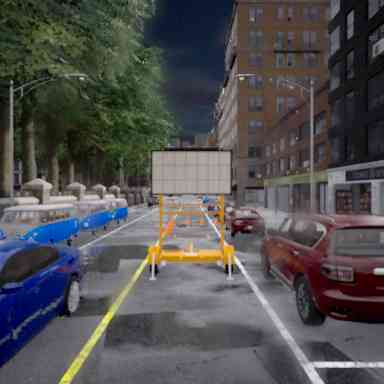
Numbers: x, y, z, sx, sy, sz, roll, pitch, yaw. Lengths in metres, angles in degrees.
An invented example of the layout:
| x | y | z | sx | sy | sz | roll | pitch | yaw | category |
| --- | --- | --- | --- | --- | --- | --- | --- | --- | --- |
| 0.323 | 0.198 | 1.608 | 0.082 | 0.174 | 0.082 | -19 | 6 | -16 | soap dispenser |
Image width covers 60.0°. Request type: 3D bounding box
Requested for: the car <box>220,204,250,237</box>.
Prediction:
| x | y | z | sx | sy | sz | roll | pitch | yaw | category |
| --- | --- | --- | --- | --- | --- | --- | --- | --- | --- |
| 2.827 | 1.588 | 18.361 | 1.887 | 1.381 | 4.507 | 0 | 0 | 0 | car |

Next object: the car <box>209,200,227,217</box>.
| x | y | z | sx | sy | sz | roll | pitch | yaw | category |
| --- | --- | --- | --- | --- | --- | --- | --- | --- | --- |
| 2.809 | 1.645 | 29.682 | 1.802 | 1.307 | 4.206 | 0 | 0 | 0 | car |

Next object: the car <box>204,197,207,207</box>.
| x | y | z | sx | sy | sz | roll | pitch | yaw | category |
| --- | --- | --- | --- | --- | --- | --- | --- | --- | --- |
| 2.791 | 1.625 | 41.002 | 1.887 | 1.381 | 4.507 | 0 | 0 | 0 | car |

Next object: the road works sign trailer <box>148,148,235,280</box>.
| x | y | z | sx | sy | sz | roll | pitch | yaw | category |
| --- | --- | --- | --- | --- | --- | --- | --- | --- | --- |
| -0.015 | 0.490 | 9.992 | 2.380 | 3.560 | 2.880 | 0 | 0 | 0 | road works sign trailer |

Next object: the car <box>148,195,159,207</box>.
| x | y | z | sx | sy | sz | roll | pitch | yaw | category |
| --- | --- | --- | --- | --- | --- | --- | --- | --- | --- |
| -5.752 | 1.408 | 52.270 | 2.192 | 1.841 | 5.009 | 0 | 0 | 0 | car |

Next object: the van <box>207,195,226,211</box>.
| x | y | z | sx | sy | sz | roll | pitch | yaw | category |
| --- | --- | --- | --- | --- | --- | --- | --- | --- | --- |
| 2.799 | 1.413 | 35.342 | 1.690 | 1.788 | 3.998 | 0 | 0 | 0 | van |

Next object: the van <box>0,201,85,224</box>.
| x | y | z | sx | sy | sz | roll | pitch | yaw | category |
| --- | --- | --- | --- | --- | --- | --- | --- | --- | --- |
| -5.690 | 1.372 | 12.665 | 1.690 | 1.788 | 3.998 | 0 | 0 | 0 | van |

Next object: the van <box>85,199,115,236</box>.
| x | y | z | sx | sy | sz | roll | pitch | yaw | category |
| --- | --- | --- | --- | --- | --- | --- | --- | --- | --- |
| -5.699 | 1.384 | 18.322 | 1.690 | 1.788 | 3.998 | 0 | 0 | 0 | van |

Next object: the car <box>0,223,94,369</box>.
| x | y | z | sx | sy | sz | roll | pitch | yaw | category |
| --- | --- | --- | --- | --- | --- | --- | --- | --- | --- |
| -3.107 | 1.490 | 4.683 | 1.882 | 1.535 | 5.008 | 0 | 0 | 0 | car |

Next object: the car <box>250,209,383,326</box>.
| x | y | z | sx | sy | sz | roll | pitch | yaw | category |
| --- | --- | --- | --- | --- | --- | --- | --- | --- | --- |
| 2.843 | 1.333 | 7.040 | 2.192 | 1.841 | 5.009 | 0 | 0 | 0 | car |

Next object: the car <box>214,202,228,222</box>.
| x | y | z | sx | sy | sz | roll | pitch | yaw | category |
| --- | --- | --- | --- | --- | --- | --- | --- | --- | --- |
| 2.818 | 1.636 | 24.021 | 1.802 | 1.307 | 4.206 | 0 | 0 | 0 | car |

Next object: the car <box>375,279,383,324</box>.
| x | y | z | sx | sy | sz | roll | pitch | yaw | category |
| --- | --- | --- | --- | --- | --- | --- | --- | --- | --- |
| 2.853 | 1.586 | 1.379 | 1.802 | 1.307 | 4.206 | 0 | 0 | 0 | car |

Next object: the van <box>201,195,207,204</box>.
| x | y | z | sx | sy | sz | roll | pitch | yaw | category |
| --- | --- | --- | --- | --- | --- | --- | --- | --- | --- |
| 2.773 | 1.434 | 52.324 | 1.690 | 1.788 | 3.998 | 0 | 0 | 0 | van |

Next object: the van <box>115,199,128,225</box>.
| x | y | z | sx | sy | sz | roll | pitch | yaw | category |
| --- | --- | --- | --- | --- | --- | --- | --- | --- | --- |
| -5.708 | 1.395 | 23.980 | 1.690 | 1.788 | 3.998 | 0 | 0 | 0 | van |

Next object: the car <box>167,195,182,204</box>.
| x | y | z | sx | sy | sz | roll | pitch | yaw | category |
| --- | --- | --- | --- | --- | --- | --- | --- | --- | --- |
| -3.140 | 1.321 | 57.664 | 2.150 | 2.045 | 5.566 | 0 | 0 | 1 | car |
